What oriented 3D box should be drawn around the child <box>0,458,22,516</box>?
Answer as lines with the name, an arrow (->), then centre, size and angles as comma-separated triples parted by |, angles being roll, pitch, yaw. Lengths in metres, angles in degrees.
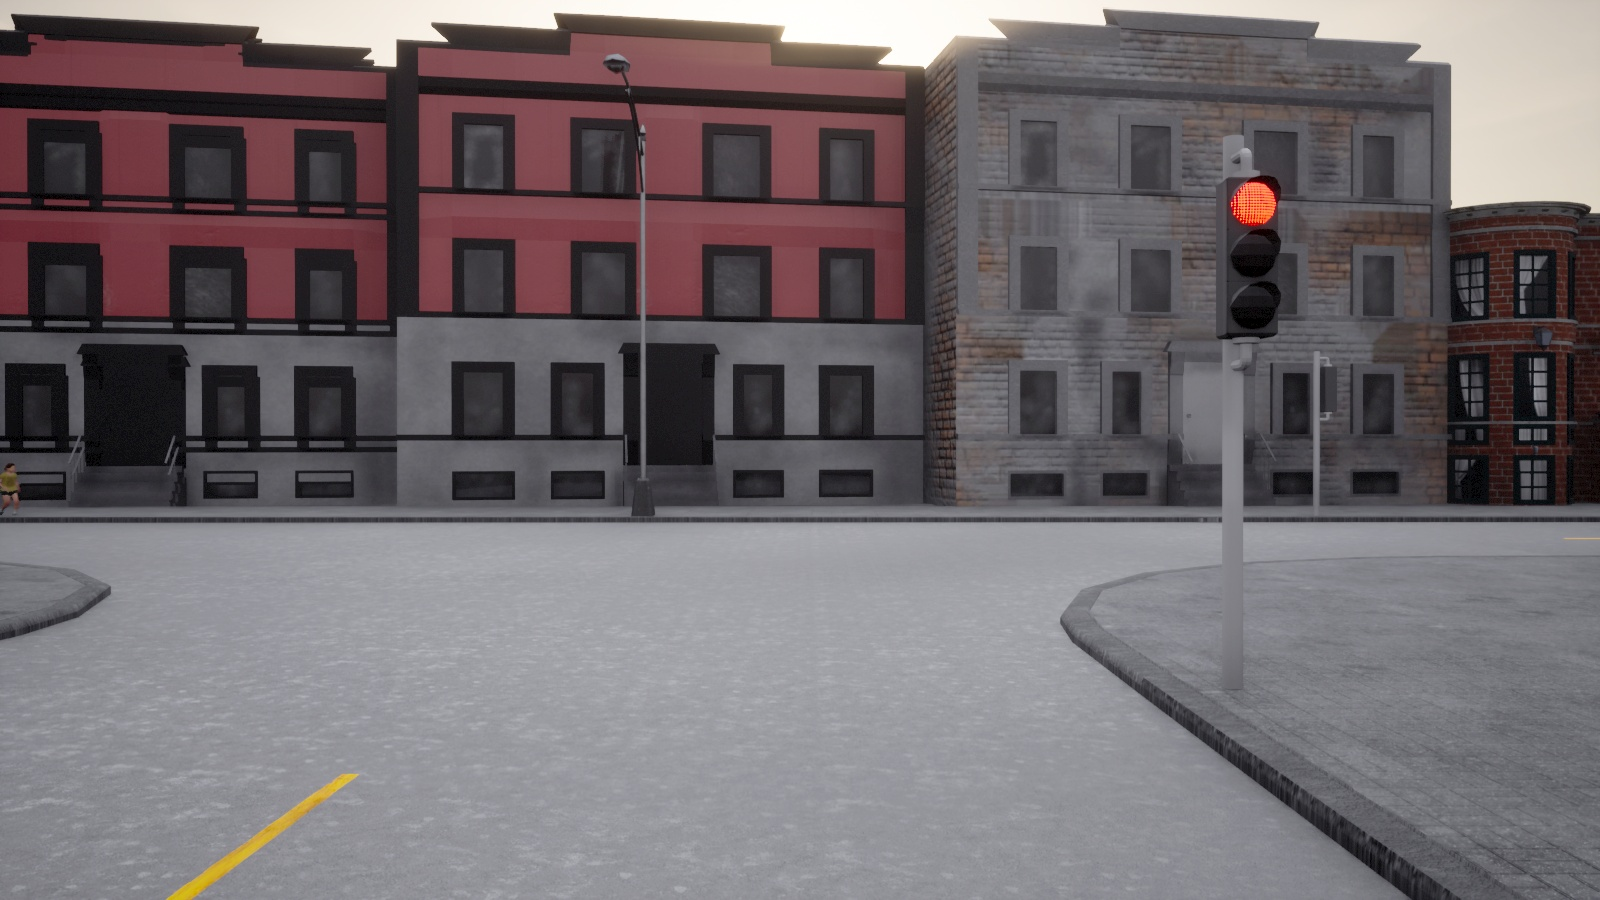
child -> -15.309, 0.710, 24.314 | 0.394, 1.110, 0.255 | 0, 0, 29
